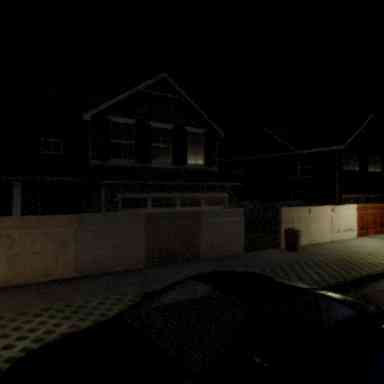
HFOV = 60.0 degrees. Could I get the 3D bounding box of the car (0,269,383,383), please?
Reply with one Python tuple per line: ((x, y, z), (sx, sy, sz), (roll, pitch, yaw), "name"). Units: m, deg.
((0.342, 1.576, 3.317), (4.181, 1.385, 1.994), (0, 0, -36), "car")
